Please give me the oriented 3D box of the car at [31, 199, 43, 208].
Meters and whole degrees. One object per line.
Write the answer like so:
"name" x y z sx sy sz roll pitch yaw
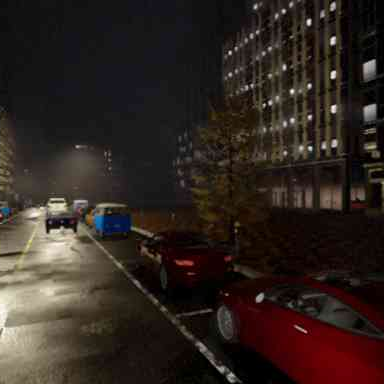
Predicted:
"car" -32.696 2.624 70.872 1.837 1.490 4.892 0 -1 -23

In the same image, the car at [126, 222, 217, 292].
"car" -0.377 1.674 9.149 1.802 1.307 4.206 -1 0 -23

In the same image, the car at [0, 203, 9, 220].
"car" -18.871 2.076 31.322 1.887 1.381 4.507 -1 0 -23

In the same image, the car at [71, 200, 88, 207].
"car" -11.157 1.912 34.592 1.967 1.590 4.097 -1 0 -23

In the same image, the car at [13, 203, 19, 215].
"car" -23.181 2.270 41.498 1.802 1.307 4.206 -1 0 -23

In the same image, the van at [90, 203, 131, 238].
"van" -4.692 1.583 19.328 1.690 1.788 3.998 -1 0 -23

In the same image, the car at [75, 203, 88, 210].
"car" -8.999 1.960 29.503 1.947 1.339 4.313 -1 0 -23

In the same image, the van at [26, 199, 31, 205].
"van" -40.429 2.681 82.207 1.690 1.788 3.998 -1 -1 -23

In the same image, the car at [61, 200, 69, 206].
"car" -32.709 2.825 85.474 1.887 1.381 4.507 -1 -1 -23

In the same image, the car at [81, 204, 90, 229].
"car" -6.910 1.845 24.571 1.752 1.417 4.829 -1 0 -23

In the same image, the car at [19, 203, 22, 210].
"car" -25.337 2.349 46.586 1.802 1.307 4.206 -1 0 -23

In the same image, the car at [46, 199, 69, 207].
"car" -16.091 1.806 39.600 2.150 2.045 5.566 0 0 -23

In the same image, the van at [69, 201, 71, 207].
"van" -13.315 1.891 39.682 1.690 1.788 3.998 -1 0 -23

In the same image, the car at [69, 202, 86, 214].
"car" -15.533 2.157 44.924 1.752 1.417 4.829 -1 0 -23

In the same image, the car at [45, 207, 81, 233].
"car" -8.807 1.921 22.373 1.895 1.301 4.718 0 -1 -23

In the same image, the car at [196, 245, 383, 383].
"car" 1.778 1.601 4.061 1.802 1.307 4.206 -1 0 -23

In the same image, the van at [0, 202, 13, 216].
"van" -21.031 1.950 36.413 1.690 1.788 3.998 -1 0 -23

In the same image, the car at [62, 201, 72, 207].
"car" -28.399 2.658 75.299 1.887 1.381 4.507 -1 0 -23

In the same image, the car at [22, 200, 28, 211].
"car" -29.648 2.493 56.763 1.947 1.339 4.313 -1 0 -23
